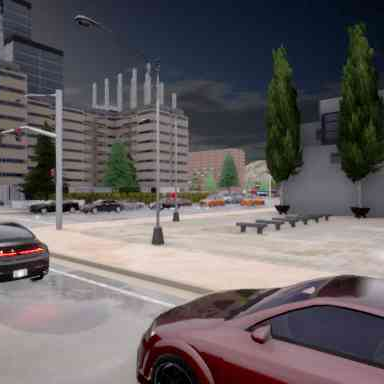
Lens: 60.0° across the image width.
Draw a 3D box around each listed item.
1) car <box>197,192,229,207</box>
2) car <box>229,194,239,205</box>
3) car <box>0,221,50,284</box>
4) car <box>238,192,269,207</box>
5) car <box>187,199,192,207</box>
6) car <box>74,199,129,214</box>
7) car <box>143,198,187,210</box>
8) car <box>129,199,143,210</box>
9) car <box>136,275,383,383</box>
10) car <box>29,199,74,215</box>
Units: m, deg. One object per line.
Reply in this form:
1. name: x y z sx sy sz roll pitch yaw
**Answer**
1. car: 3.023 1.349 49.835 2.097 1.767 4.553 0 0 40
2. car: 7.386 1.561 60.300 1.994 1.385 4.181 0 0 41
3. car: -5.557 1.504 8.734 4.892 1.490 1.837 0 0 40
4. car: 9.707 1.349 52.025 2.097 1.767 4.553 0 0 40
5. car: -1.836 1.561 49.528 1.994 1.385 4.181 0 0 40
6. car: -9.461 1.502 35.123 1.837 1.490 4.892 0 0 40
7. car: -3.379 1.488 42.300 2.128 1.511 4.902 0 0 40
8. car: -8.281 1.597 41.930 1.895 1.301 4.718 0 0 40
9. car: 1.422 1.564 3.226 4.181 1.385 1.994 0 0 37
10. car: -14.318 1.474 34.805 1.882 1.535 5.008 0 0 40
